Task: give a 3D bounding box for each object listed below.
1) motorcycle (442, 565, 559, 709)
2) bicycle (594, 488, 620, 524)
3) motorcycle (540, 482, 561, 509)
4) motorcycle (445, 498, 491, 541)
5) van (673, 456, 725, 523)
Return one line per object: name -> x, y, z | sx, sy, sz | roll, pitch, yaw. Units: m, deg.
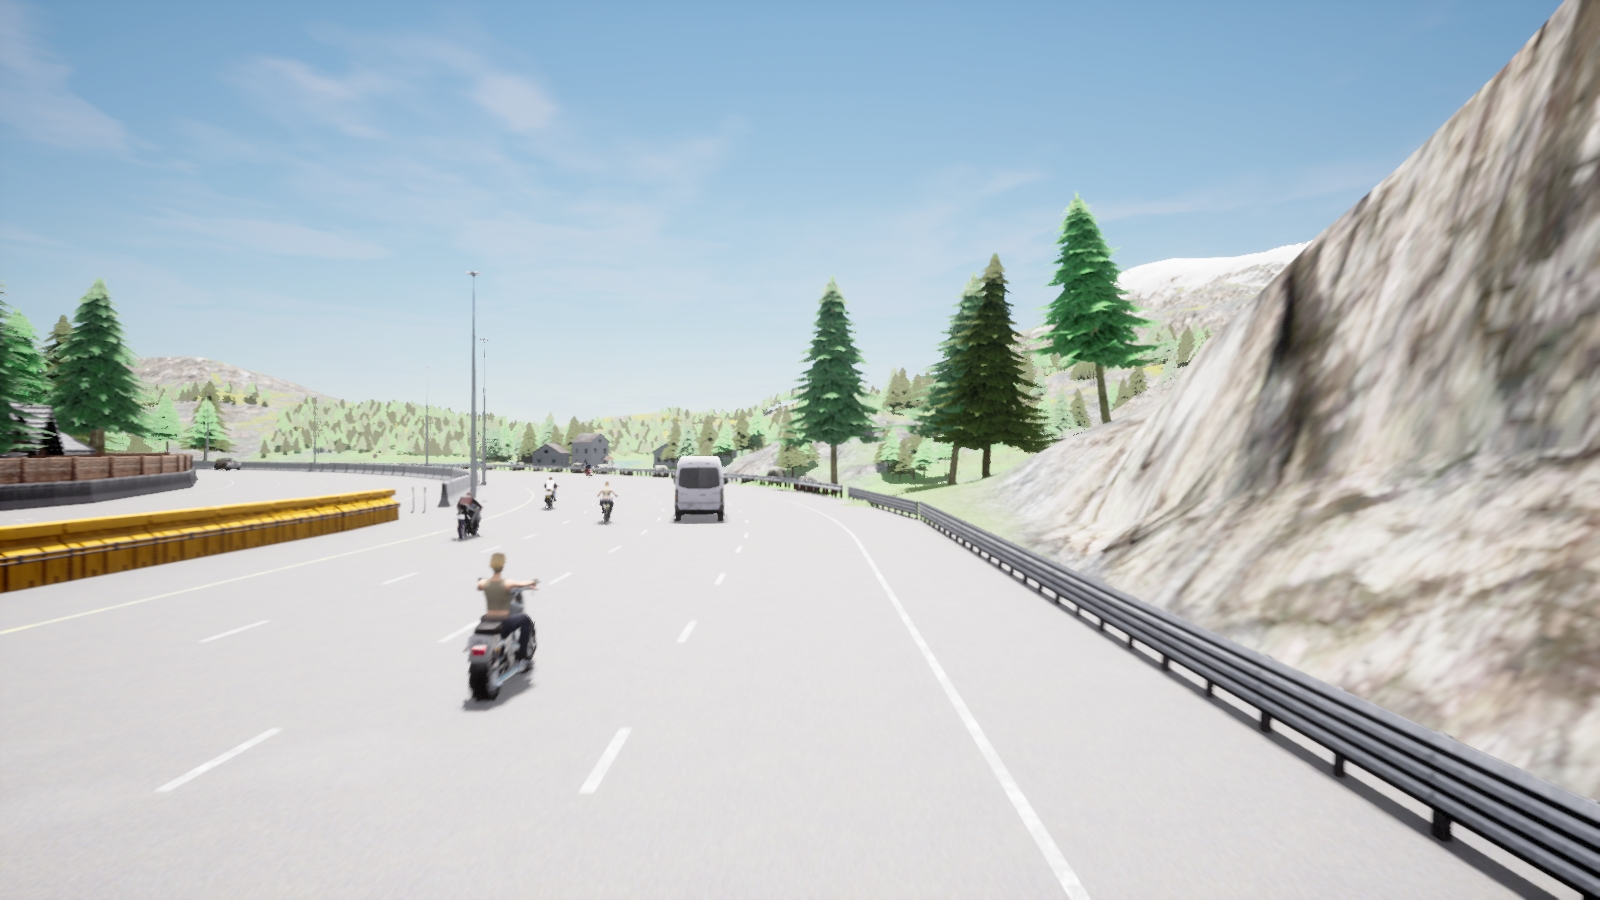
motorcycle -> -3.497, 2.145, 13.553 | 0.764, 1.325, 2.356 | 0, 0, 0
bicycle -> -7.408, 2.147, 43.876 | 0.859, 1.295, 1.487 | 0, 0, -4
motorcycle -> -11.923, 2.174, 54.624 | 0.803, 1.217, 2.033 | 0, 0, -7
motorcycle -> -10.579, 2.203, 36.466 | 0.867, 1.251, 2.209 | 0, 0, -1
van -> -4.132, 1.532, 47.248 | 1.988, 2.561, 5.915 | 0, 0, -4
